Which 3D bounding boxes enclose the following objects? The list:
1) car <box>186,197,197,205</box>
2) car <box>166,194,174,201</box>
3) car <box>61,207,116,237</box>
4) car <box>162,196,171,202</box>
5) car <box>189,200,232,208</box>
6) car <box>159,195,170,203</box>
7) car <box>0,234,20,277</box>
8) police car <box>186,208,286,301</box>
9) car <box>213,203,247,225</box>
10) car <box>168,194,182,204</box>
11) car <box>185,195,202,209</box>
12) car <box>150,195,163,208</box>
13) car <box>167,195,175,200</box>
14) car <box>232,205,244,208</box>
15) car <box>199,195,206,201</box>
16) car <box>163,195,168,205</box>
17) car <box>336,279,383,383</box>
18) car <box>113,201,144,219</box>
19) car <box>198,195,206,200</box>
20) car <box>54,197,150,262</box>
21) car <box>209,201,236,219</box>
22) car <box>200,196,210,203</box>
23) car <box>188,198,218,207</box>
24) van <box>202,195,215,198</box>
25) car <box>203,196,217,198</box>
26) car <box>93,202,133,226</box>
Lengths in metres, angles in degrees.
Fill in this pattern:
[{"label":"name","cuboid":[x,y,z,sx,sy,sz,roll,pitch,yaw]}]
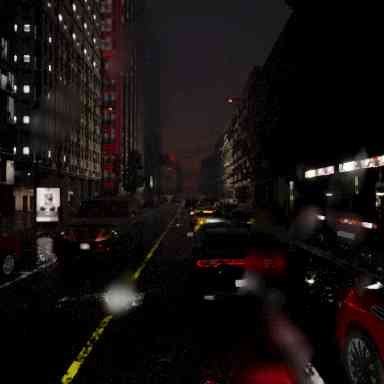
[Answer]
[{"label":"car","cuboid":[-0.017,1.576,60.036,1.895,1.301,4.718,0,0,0]},{"label":"car","cuboid":[-5.701,1.385,86.729,1.967,1.590,4.097,1,0,0]},{"label":"car","cuboid":[-5.687,1.582,18.846,1.802,1.307,4.206,1,0,0]},{"label":"car","cuboid":[-5.701,1.541,75.414,1.802,1.307,4.206,1,0,0]},{"label":"car","cuboid":[0.894,1.455,18.602,1.801,1.575,5.366,0,0,0]},{"label":"car","cuboid":[-5.697,1.406,69.758,1.967,1.590,4.097,1,0,0]},{"label":"car","cuboid":[-5.683,1.546,7.533,1.887,1.381,4.507,1,0,0]},{"label":"police car","cuboid":[0.897,1.426,8.521,1.930,1.638,5.238,0,0,0]},{"label":"car","cuboid":[2.693,1.564,24.471,1.947,1.339,4.313,1,0,0]},{"label":"car","cuboid":[-3.016,1.499,61.220,1.812,1.442,4.674,0,0,0]},{"label":"car","cuboid":[-0.006,1.463,45.875,1.882,1.535,5.008,0,0,0]},{"label":"car","cuboid":[-5.692,1.425,47.132,1.967,1.590,4.097,1,0,0]},{"label":"car","cuboid":[-5.704,1.503,92.385,1.947,1.339,4.313,1,0,0]},{"label":"car","cuboid":[2.695,1.525,18.985,1.752,1.417,4.829,1,0,0]},{"label":"car","cuboid":[2.677,1.527,86.695,1.802,1.307,4.206,1,0,0]},{"label":"car","cuboid":[-5.696,1.558,58.445,1.802,1.307,4.206,1,0,0]},{"label":"car","cuboid":[2.702,1.316,1.845,2.192,1.841,5.009,1,0,0]},{"label":"car","cuboid":[-5.689,1.561,30.160,1.947,1.339,4.313,1,0,0]},{"label":"car","cuboid":[2.676,1.488,92.352,2.008,1.369,4.403,1,0,0]},{"label":"car","cuboid":[-3.104,1.222,12.407,2.150,2.045,5.566,0,0,0]},{"label":"car","cuboid":[2.692,1.546,30.128,2.008,1.369,4.403,1,0,0]},{"label":"car","cuboid":[2.681,1.547,69.725,1.802,1.307,4.206,1,0,0]},{"label":"car","cuboid":[0.809,1.454,24.600,1.801,1.575,5.366,0,0,0]},{"label":"van","cuboid":[2.690,1.326,47.099,1.690,1.788,3.998,1,0,0]},{"label":"car","cuboid":[2.688,1.554,41.442,1.947,1.339,4.313,1,0,0]},{"label":"car","cuboid":[-5.687,1.543,24.503,1.887,1.381,4.507,1,0,0]}]
